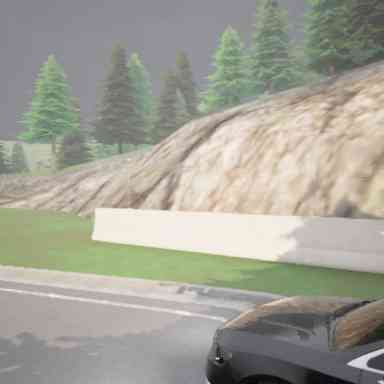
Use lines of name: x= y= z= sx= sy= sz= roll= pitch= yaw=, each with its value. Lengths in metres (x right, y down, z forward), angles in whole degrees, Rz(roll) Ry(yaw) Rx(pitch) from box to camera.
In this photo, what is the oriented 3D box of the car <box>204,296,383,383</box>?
car: x=2.351 y=1.419 z=2.279 sx=4.892 sy=1.490 sz=1.837 roll=0 pitch=0 yaw=37
